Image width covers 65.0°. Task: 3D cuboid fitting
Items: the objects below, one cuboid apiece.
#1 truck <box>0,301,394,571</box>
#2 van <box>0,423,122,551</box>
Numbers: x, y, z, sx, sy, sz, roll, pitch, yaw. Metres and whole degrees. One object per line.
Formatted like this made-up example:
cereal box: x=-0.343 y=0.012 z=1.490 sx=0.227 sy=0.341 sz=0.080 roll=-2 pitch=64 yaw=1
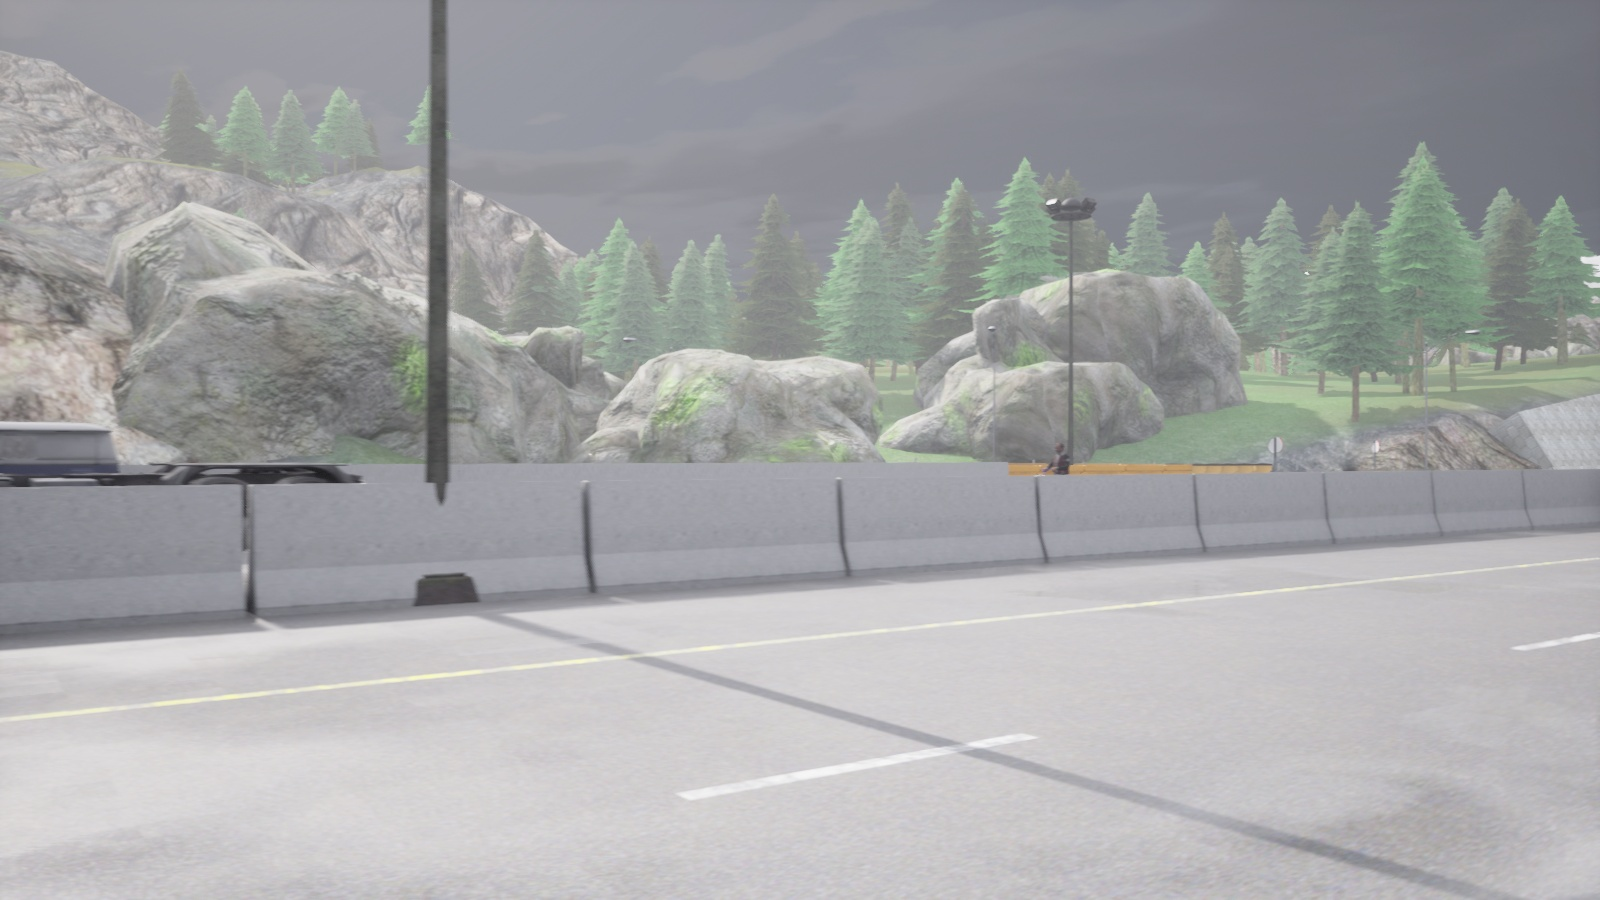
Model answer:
truck: x=-10.208 y=-0.172 z=17.879 sx=7.936 sy=3.462 sz=2.891 roll=0 pitch=0 yaw=-35
van: x=-13.389 y=0.574 z=19.926 sx=4.442 sy=1.987 sz=1.775 roll=0 pitch=0 yaw=-35
